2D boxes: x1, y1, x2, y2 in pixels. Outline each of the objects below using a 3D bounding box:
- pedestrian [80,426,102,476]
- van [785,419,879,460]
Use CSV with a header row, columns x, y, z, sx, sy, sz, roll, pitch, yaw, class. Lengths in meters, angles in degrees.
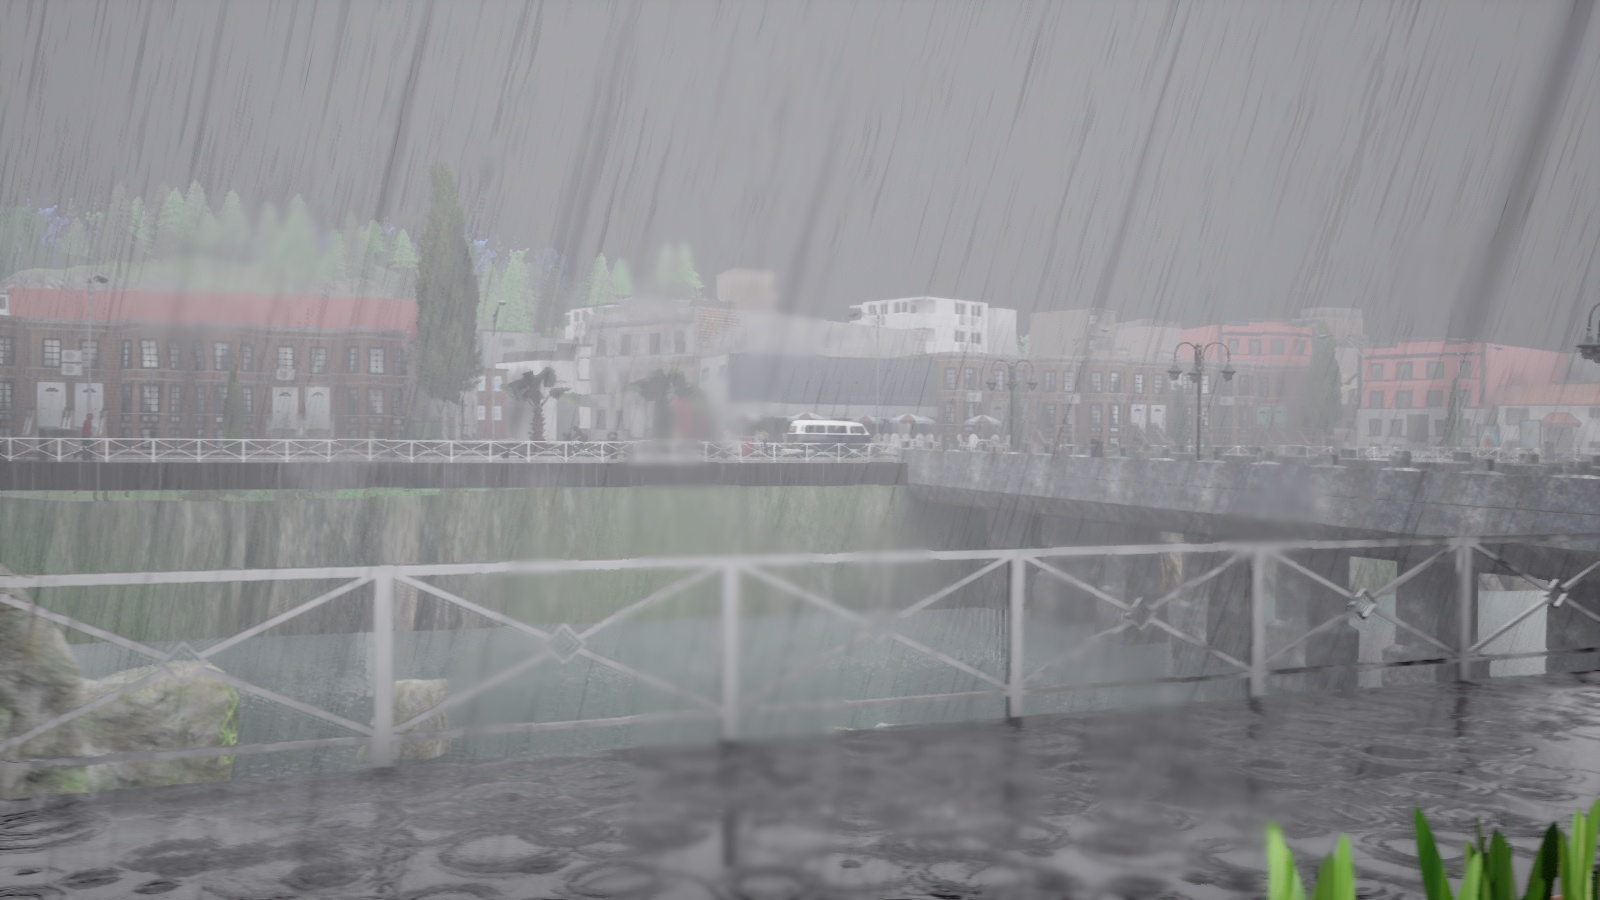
x,y,z,sx,sy,sz,roll,pitch,yaw,class
-26.388,0.033,46.730,0.636,1.846,0.331,-1,1,-23,pedestrian
1.671,-0.572,66.096,4.480,2.038,2.069,-1,1,-21,van
